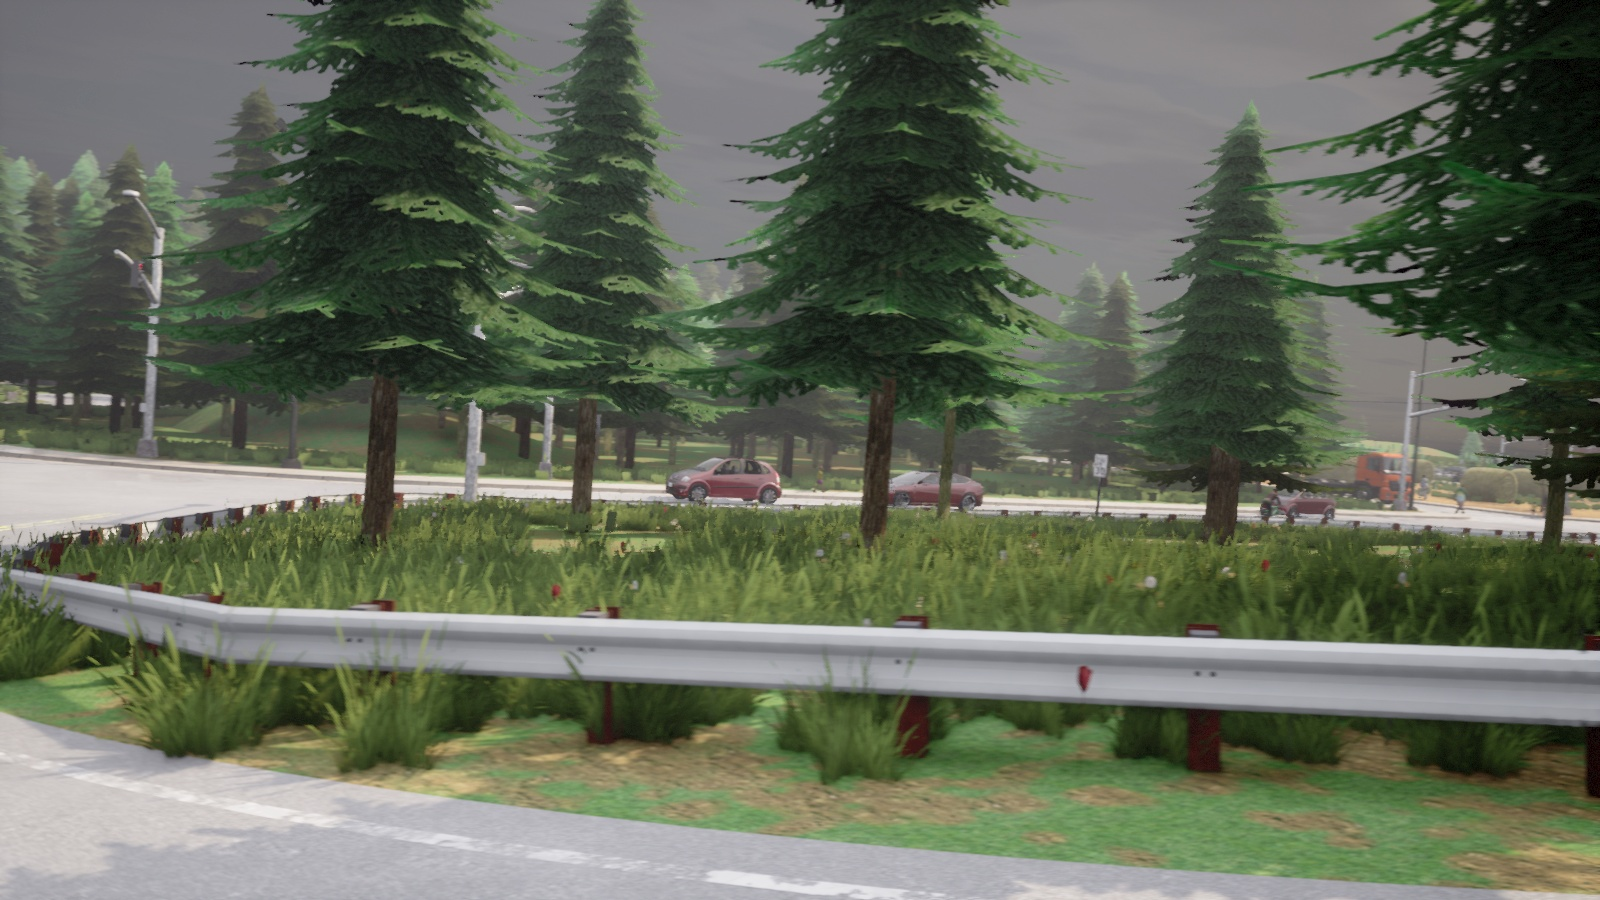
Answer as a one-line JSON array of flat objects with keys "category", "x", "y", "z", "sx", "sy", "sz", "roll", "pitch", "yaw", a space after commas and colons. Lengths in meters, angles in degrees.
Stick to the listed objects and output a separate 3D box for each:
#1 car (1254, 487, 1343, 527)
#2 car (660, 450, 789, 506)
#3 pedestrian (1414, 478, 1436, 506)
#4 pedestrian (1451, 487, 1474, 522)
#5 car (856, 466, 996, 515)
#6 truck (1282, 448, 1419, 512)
[{"category": "car", "x": 23.069, "y": 2.648, "z": 58.145, "sx": 3.705, "sy": 1.549, "sz": 1.789, "roll": 4, "pitch": 2, "yaw": -30}, {"category": "car", "x": -2.646, "y": 0.976, "z": 43.999, "sx": 3.988, "sy": 1.617, "sz": 1.851, "roll": 4, "pitch": 2, "yaw": -28}, {"category": "pedestrian", "x": 44.108, "y": 2.966, "z": 88.643, "sx": 0.874, "sy": 1.855, "sz": 0.900, "roll": 3, "pitch": 3, "yaw": -37}, {"category": "pedestrian", "x": 38.911, "y": 3.201, "z": 73.773, "sx": 0.873, "sy": 1.952, "sz": 0.659, "roll": 4, "pitch": 2, "yaw": -26}, {"category": "car", "x": 4.818, "y": 1.545, "z": 47.959, "sx": 4.792, "sy": 1.488, "sz": 2.163, "roll": 4, "pitch": 2, "yaw": -28}, {"category": "truck", "x": 36.438, "y": 1.908, "z": 83.469, "sx": 2.891, "sy": 3.462, "sz": 7.936, "roll": 4, "pitch": 2, "yaw": -29}]
